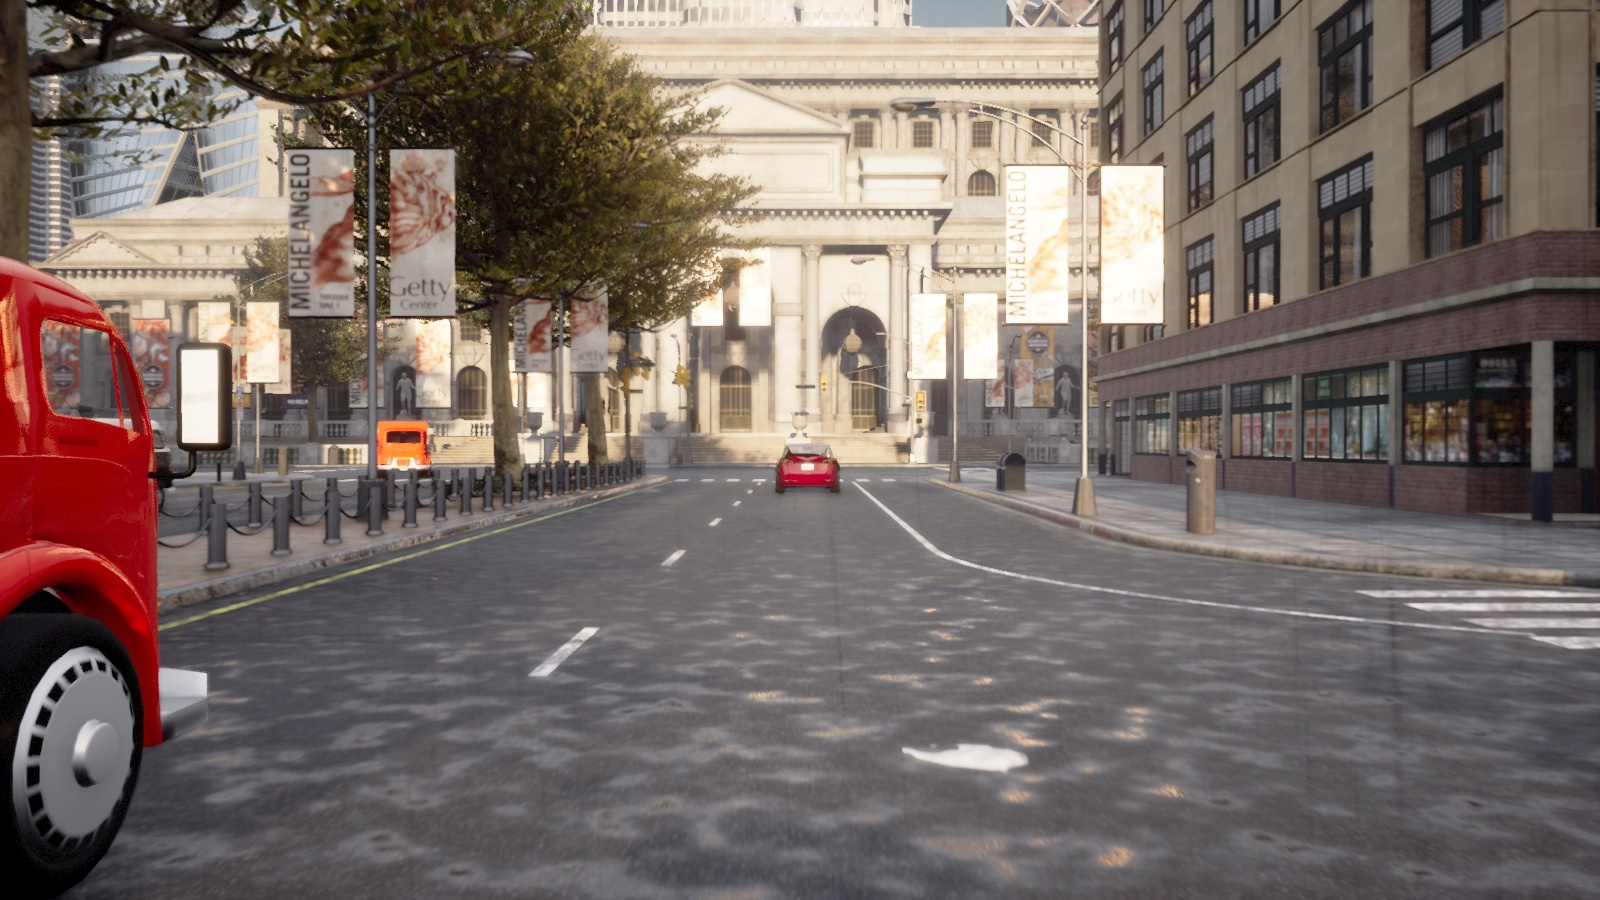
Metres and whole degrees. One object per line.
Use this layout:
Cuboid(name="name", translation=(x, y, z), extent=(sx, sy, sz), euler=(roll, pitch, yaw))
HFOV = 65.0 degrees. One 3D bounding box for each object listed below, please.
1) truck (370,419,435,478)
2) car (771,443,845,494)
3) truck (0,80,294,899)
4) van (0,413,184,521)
Cuboid(name="truck", translation=(-17.730, -0.070, 55.975), extent=(2.627, 2.467, 5.204), euler=(0, 0, -18))
Cuboid(name="car", translation=(0.236, 0.526, 39.077), extent=(2.163, 1.488, 4.792), euler=(0, 0, 0))
Cuboid(name="truck", translation=(-3.469, 0.242, 2.718), extent=(2.627, 2.467, 5.204), euler=(0, 0, 0))
Cuboid(name="van", translation=(-14.839, 0.312, 25.880), extent=(2.069, 2.038, 4.480), euler=(0, 0, 0))
